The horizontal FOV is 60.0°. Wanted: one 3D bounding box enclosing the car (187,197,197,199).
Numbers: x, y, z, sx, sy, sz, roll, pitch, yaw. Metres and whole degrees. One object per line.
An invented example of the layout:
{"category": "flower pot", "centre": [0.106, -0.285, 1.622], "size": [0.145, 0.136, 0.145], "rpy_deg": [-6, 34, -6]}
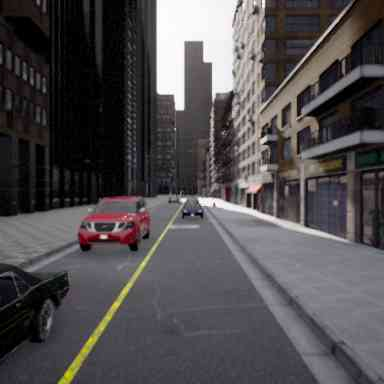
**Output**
{"category": "car", "centre": [0.022, 1.425, 45.715], "size": [2.128, 1.511, 4.902], "rpy_deg": [0, 0, 0]}

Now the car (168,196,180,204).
{"category": "car", "centre": [-3.136, 1.463, 58.920], "size": [1.994, 1.385, 4.181], "rpy_deg": [0, 0, 1]}

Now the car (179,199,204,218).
{"category": "car", "centre": [0.054, 1.580, 29.379], "size": [1.895, 1.301, 4.718], "rpy_deg": [0, 0, 0]}

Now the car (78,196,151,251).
{"category": "car", "centre": [-3.114, 1.225, 14.491], "size": [2.150, 2.045, 5.566], "rpy_deg": [0, 0, 0]}

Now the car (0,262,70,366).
{"category": "car", "centre": [-3.105, 1.604, 3.716], "size": [1.895, 1.301, 4.718], "rpy_deg": [0, 0, 0]}
